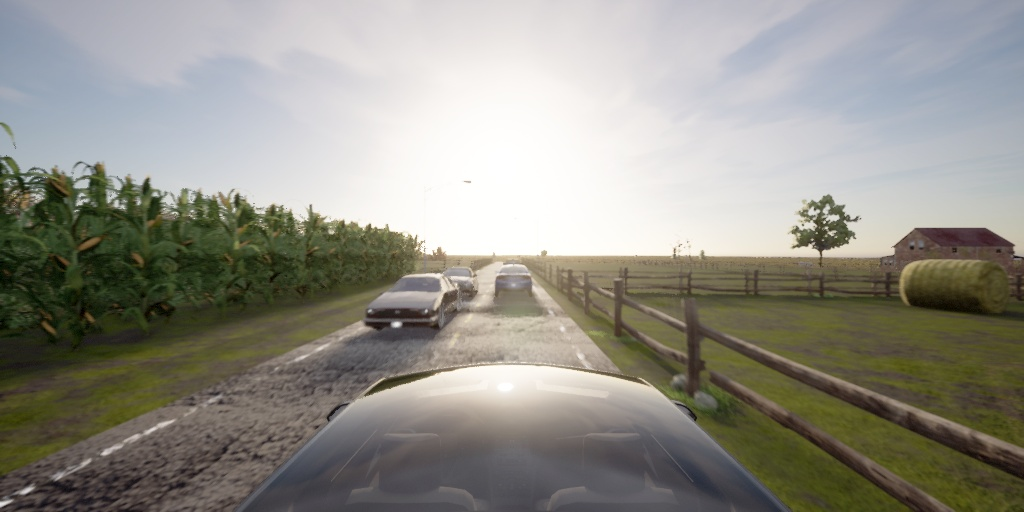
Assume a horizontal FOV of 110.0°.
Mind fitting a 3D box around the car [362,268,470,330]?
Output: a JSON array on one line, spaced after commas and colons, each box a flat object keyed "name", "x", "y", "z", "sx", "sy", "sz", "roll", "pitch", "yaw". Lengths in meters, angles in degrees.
[{"name": "car", "x": -2.798, "y": 1.288, "z": 11.396, "sx": 2.033, "sy": 1.411, "sz": 5.357, "roll": 0, "pitch": 0, "yaw": 0}]

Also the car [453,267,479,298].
[{"name": "car", "x": -2.749, "y": 1.304, "z": 18.516, "sx": 1.812, "sy": 1.442, "sz": 4.674, "roll": 0, "pitch": 0, "yaw": 0}]

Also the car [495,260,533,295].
[{"name": "car", "x": 0.084, "y": 1.210, "z": 19.446, "sx": 1.882, "sy": 1.535, "sz": 5.008, "roll": 0, "pitch": 0, "yaw": 0}]
